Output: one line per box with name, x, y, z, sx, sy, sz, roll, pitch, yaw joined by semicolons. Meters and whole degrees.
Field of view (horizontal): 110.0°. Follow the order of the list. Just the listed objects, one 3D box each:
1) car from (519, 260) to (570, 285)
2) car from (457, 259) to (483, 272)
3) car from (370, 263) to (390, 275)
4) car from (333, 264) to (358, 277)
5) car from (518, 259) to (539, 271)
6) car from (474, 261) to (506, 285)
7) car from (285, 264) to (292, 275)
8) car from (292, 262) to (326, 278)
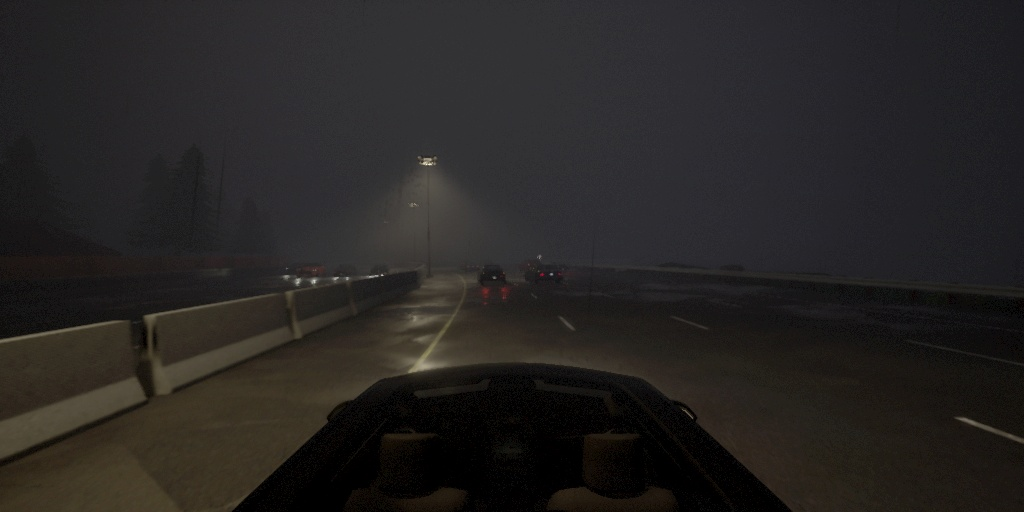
car;2.208;1.281;26.402;2.033;1.411;5.357;-1;0;-10
car;-5.918;1.421;49.095;2.033;1.411;5.357;-1;0;-19
car;-16.311;1.593;44.509;1.994;1.385;4.181;-1;0;-15
car;-19.016;1.615;41.152;2.033;1.411;5.357;-1;0;-14
car;2.224;1.098;43.582;2.097;1.767;4.553;-1;0;-14
car;-1.599;1.318;27.058;1.812;1.442;4.674;0;0;-9
car;-28.035;1.562;47.091;2.097;1.767;4.553;-1;0;-17
car;-22.416;1.471;40.134;2.097;1.767;4.553;-1;0;-14
